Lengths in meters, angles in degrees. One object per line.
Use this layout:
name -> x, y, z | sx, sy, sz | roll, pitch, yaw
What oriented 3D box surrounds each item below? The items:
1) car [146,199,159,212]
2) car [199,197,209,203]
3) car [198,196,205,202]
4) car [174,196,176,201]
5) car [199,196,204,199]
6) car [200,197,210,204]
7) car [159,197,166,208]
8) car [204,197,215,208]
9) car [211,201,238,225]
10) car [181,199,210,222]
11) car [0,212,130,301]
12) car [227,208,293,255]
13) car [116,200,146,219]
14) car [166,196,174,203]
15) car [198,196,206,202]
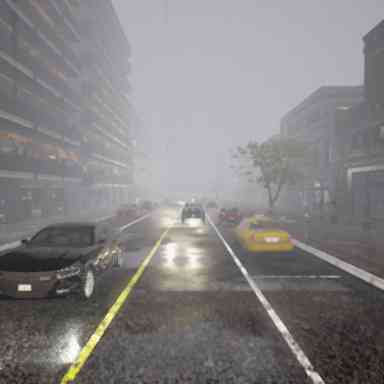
car -> -5.701, 1.723, 41.707 | 1.947, 1.339, 4.313 | -1, 0, 0
car -> 2.679, 1.841, 75.743 | 2.008, 1.369, 4.403 | -1, 0, 0
car -> 2.679, 1.883, 92.945 | 1.752, 1.417, 4.829 | -1, 0, 0
car -> -5.702, 1.939, 92.804 | 1.802, 1.307, 4.206 | -1, 0, 0
car -> 0.098, 1.663, 45.381 | 2.128, 1.511, 4.902 | 0, 0, 0
car -> 2.679, 1.834, 70.066 | 1.947, 1.339, 4.313 | -1, 0, 0
car -> -5.701, 1.752, 53.062 | 2.008, 1.369, 4.403 | -1, 0, 0
car -> 2.680, 1.761, 47.356 | 1.802, 1.307, 4.206 | -1, 0, 0
car -> 2.680, 1.637, 24.646 | 1.887, 1.381, 4.507 | -1, 0, 0
car -> 0.100, 1.593, 27.241 | 2.128, 1.511, 4.902 | 0, 0, 0
car -> -3.098, 1.510, 8.672 | 1.882, 1.535, 5.008 | 0, 0, 0
car -> 2.680, 1.576, 13.462 | 1.752, 1.417, 4.829 | -1, 0, 0
car -> -5.701, 1.658, 30.353 | 1.887, 1.381, 4.507 | -1, 0, 0
car -> -5.702, 1.856, 75.772 | 1.947, 1.339, 4.313 | -1, 0, 0
car -> 2.679, 1.879, 87.098 | 1.887, 1.381, 4.507 | -1, 0, 0
